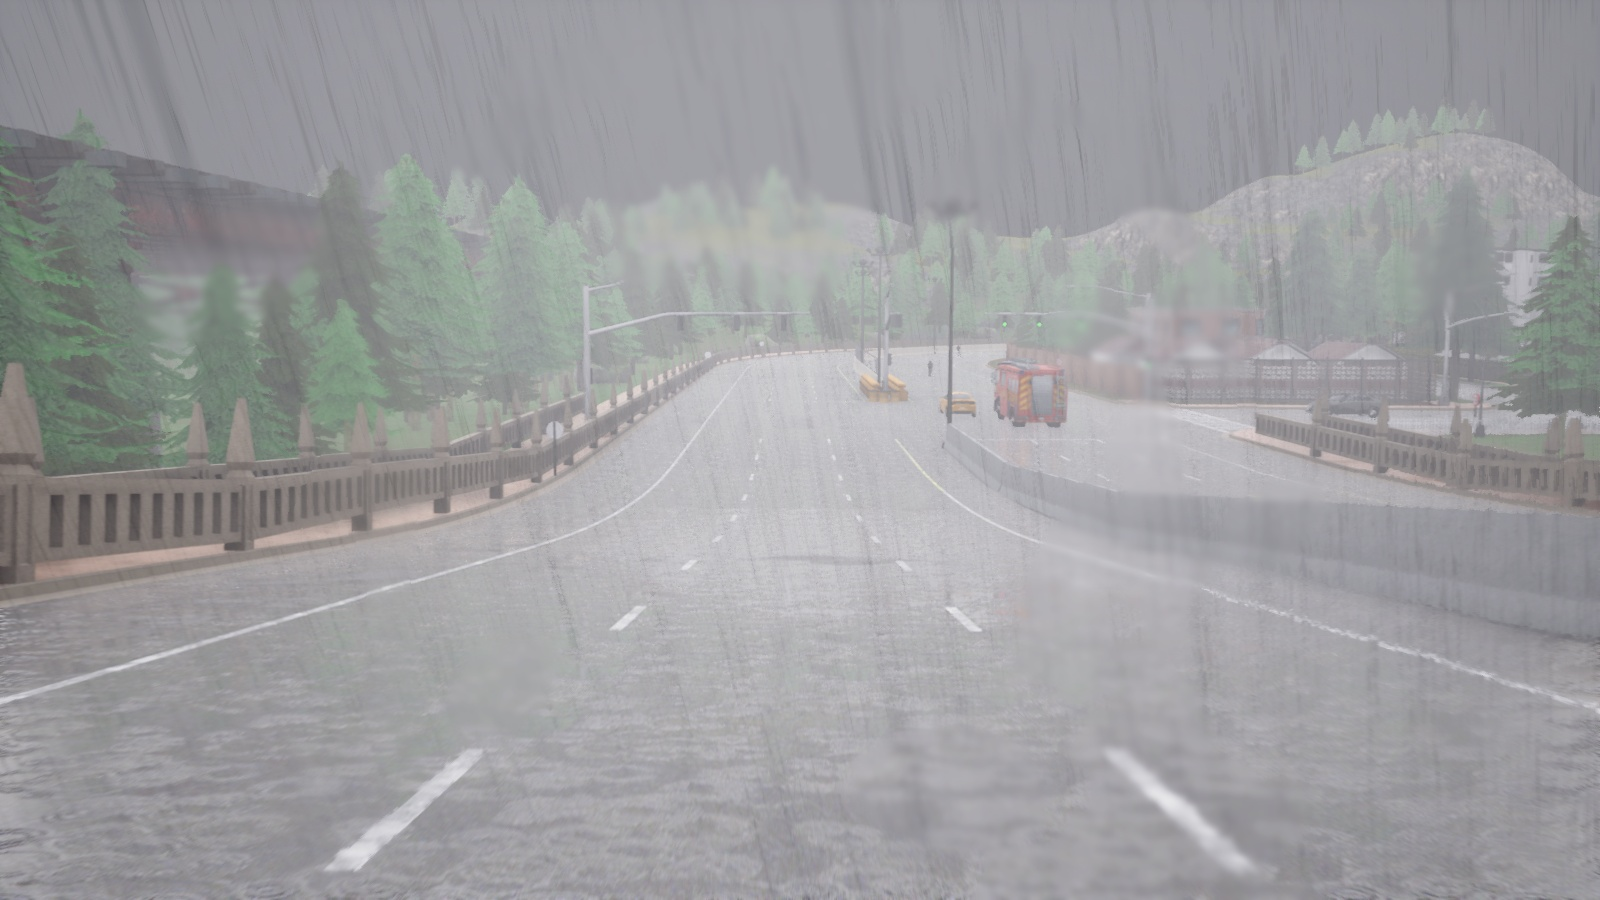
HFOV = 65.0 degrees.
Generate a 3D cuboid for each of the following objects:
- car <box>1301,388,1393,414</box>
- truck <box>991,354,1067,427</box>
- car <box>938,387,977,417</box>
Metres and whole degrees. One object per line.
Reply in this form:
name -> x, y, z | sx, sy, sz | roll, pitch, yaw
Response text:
car -> 34.919, -3.164, 80.312 | 4.902, 1.511, 2.128 | 0, 6, 1
truck -> 13.628, -3.667, 75.378 | 2.891, 3.827, 8.468 | 0, 6, 0
car -> 10.088, -3.096, 80.722 | 1.882, 1.535, 5.008 | 0, 6, 0
